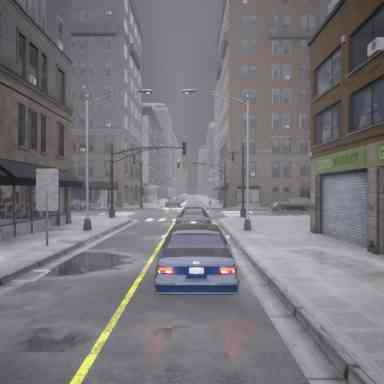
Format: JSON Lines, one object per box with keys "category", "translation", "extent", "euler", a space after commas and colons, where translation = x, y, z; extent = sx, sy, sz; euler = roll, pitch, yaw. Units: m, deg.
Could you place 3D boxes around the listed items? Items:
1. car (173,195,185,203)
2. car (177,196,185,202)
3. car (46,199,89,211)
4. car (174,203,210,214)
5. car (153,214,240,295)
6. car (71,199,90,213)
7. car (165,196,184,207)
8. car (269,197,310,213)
{"category": "car", "translation": [-2.641, 1.493, 68.618], "extent": [2.128, 1.511, 4.902], "euler": [0, 0, 0]}
{"category": "car", "translation": [-2.614, 1.599, 78.931], "extent": [1.895, 1.301, 4.718], "euler": [0, 0, 0]}
{"category": "car", "translation": [-14.677, 1.539, 39.337], "extent": [4.313, 1.339, 1.947], "euler": [0, 0, 0]}
{"category": "car", "translation": [0.095, 1.563, 19.399], "extent": [1.994, 1.385, 4.181], "euler": [0, 0, 1]}
{"category": "car", "translation": [0.098, 1.547, 8.853], "extent": [2.033, 1.411, 5.357], "euler": [0, 0, 0]}
{"category": "car", "translation": [-13.705, 1.510, 36.797], "extent": [4.674, 1.442, 1.812], "euler": [0, 0, 0]}
{"category": "car", "translation": [-2.785, 1.351, 49.885], "extent": [2.097, 1.767, 4.553], "euler": [0, 0, 1]}
{"category": "car", "translation": [10.906, 1.355, 36.720], "extent": [4.553, 1.767, 2.097], "euler": [0, 0, 0]}
